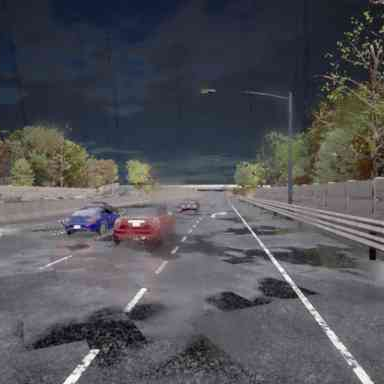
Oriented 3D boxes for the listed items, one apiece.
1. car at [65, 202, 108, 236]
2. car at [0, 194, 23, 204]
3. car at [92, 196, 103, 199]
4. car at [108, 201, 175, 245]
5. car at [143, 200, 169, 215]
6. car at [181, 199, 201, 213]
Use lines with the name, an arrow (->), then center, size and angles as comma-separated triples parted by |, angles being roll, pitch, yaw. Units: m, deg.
car -> -5.329, 1.524, 18.344 | 1.812, 1.442, 4.674 | 0, 0, 5
car -> -24.352, 1.356, 43.770 | 2.097, 1.767, 4.553 | 0, 0, 5
car -> -18.749, 1.579, 66.173 | 2.033, 1.411, 5.357 | 0, 0, 5
car -> -2.060, 1.350, 15.610 | 2.097, 1.767, 4.553 | 0, 0, 5
car -> -3.795, 1.601, 35.608 | 1.895, 1.301, 4.718 | 0, 0, 5
car -> -0.092, 1.549, 37.755 | 2.033, 1.411, 5.357 | 0, 0, 5
